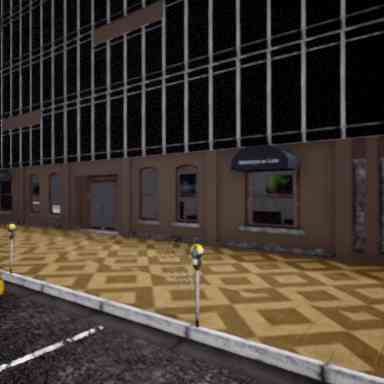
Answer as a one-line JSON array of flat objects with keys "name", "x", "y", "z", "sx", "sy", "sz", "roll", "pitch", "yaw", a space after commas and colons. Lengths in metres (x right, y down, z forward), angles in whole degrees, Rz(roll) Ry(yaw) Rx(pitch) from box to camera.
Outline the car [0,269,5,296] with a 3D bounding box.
[{"name": "car", "x": -5.787, "y": 1.506, "z": 7.006, "sx": 4.829, "sy": 1.417, "sz": 1.752, "roll": 0, "pitch": 0, "yaw": 35}]
